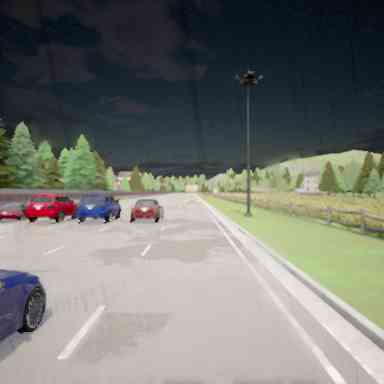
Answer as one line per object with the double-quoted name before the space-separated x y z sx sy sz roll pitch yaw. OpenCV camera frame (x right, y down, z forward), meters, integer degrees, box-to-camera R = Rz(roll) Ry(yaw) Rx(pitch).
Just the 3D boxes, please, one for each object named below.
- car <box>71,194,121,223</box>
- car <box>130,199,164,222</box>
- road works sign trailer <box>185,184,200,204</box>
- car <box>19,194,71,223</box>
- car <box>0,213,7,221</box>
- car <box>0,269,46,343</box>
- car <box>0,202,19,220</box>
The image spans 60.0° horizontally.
"car" -6.897 1.184 25.157 2.150 2.045 5.566 0 0 0
"car" -3.397 1.313 25.829 2.097 1.767 4.553 0 0 0
"road works sign trailer" 0.009 0.375 58.881 2.380 3.560 2.880 0 0 0
"car" -10.396 1.184 25.153 2.150 2.045 5.566 0 0 0
"car" -6.899 1.480 7.899 2.128 1.511 4.902 0 0 0
"car" -3.411 1.520 3.792 1.812 1.442 4.674 0 0 0
"car" -13.896 1.524 26.822 1.994 1.385 4.181 0 0 0
